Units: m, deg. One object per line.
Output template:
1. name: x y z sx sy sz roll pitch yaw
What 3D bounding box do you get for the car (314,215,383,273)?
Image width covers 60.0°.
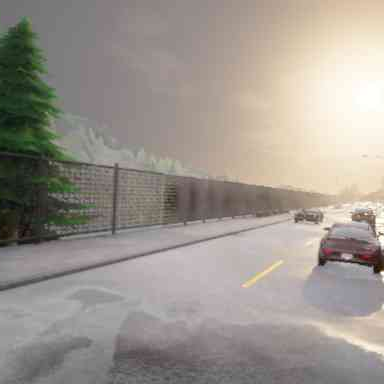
1. car: 5.678 1.776 11.817 1.812 1.442 4.674 3 0 29

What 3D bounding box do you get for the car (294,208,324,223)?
1. car: 10.289 2.046 29.134 1.895 1.301 4.718 3 0 28

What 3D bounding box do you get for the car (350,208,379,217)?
1. car: 14.671 2.158 28.408 1.837 1.490 4.892 3 0 28
